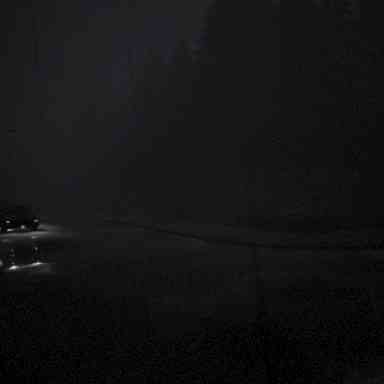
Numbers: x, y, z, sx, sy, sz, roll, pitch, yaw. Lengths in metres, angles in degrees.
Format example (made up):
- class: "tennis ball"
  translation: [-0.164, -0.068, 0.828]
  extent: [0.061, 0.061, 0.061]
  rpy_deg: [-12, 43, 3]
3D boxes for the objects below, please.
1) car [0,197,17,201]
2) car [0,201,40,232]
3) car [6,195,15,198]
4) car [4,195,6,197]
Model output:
- class: "car"
  translation: [-16.204, 1.471, 27.970]
  extent: [2.128, 1.511, 4.902]
  rpy_deg: [0, 0, -35]
- class: "car"
  translation: [-10.821, 1.527, 20.412]
  extent: [2.033, 1.411, 5.357]
  rpy_deg: [0, 0, -35]
- class: "car"
  translation: [-30.389, 1.303, 55.106]
  extent: [2.097, 1.767, 4.553]
  rpy_deg: [0, 0, -35]
- class: "car"
  translation: [-22.222, 1.202, 36.436]
  extent: [2.150, 2.045, 5.566]
  rpy_deg: [0, 0, -35]
